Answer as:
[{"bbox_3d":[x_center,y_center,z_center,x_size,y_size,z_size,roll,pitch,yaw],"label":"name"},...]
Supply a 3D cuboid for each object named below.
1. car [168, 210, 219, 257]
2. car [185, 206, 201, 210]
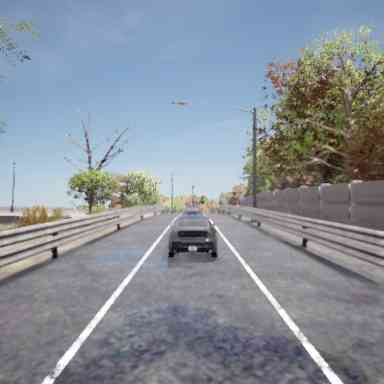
[{"bbox_3d":[0.046,1.708,13.807,1.837,1.490,4.892,0,0,1],"label":"car"},{"bbox_3d":[0.061,1.966,29.433,1.812,1.442,4.674,0,-1,1],"label":"car"}]
